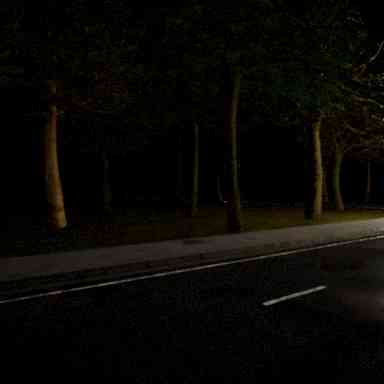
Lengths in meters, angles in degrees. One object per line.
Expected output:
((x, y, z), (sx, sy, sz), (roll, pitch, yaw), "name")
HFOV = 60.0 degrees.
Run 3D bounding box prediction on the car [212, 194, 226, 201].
((5.977, 1.260, 65.748), (1.837, 1.490, 4.892), (0, 0, -35), "car")
